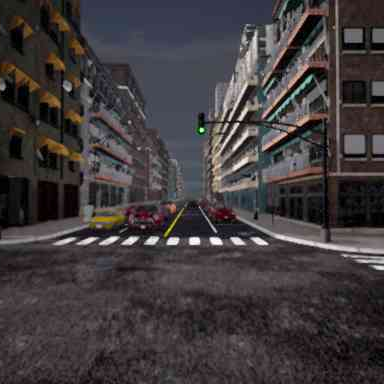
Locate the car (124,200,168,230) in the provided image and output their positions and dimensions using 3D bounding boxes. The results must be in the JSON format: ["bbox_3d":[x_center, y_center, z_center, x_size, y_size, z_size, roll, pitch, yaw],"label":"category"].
[{"bbox_3d":[-3.075,1.625,23.003,2.097,1.767,4.553,0,-1,-1],"label":"car"}]

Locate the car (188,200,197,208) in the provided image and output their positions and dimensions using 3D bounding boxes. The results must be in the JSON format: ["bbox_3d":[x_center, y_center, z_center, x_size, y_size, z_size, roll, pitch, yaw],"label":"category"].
[{"bbox_3d":[0.098,2.278,64.764,1.837,1.490,4.892,0,-1,0],"label":"car"}]

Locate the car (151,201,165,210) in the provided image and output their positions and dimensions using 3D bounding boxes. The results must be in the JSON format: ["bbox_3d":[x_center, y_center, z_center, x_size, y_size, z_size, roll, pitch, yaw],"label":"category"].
[{"bbox_3d":[-5.685,2.190,55.895,1.752,1.417,4.829,1,-1,0],"label":"car"}]

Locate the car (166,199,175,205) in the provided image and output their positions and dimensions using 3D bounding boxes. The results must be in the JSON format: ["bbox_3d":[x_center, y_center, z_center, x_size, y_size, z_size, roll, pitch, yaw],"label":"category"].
[{"bbox_3d":[-5.687,2.619,89.202,2.008,1.369,4.403,1,-1,0],"label":"car"}]

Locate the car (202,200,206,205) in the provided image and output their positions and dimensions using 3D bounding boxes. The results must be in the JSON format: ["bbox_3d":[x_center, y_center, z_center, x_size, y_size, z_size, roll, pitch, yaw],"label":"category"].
[{"bbox_3d":[2.696,2.117,45.004,1.802,1.307,4.206,1,-1,0],"label":"car"}]

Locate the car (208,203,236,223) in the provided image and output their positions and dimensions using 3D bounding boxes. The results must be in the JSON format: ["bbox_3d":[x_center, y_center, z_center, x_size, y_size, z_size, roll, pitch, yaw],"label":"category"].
[{"bbox_3d":[2.697,1.882,28.435,1.887,1.381,4.507,1,-1,0],"label":"car"}]

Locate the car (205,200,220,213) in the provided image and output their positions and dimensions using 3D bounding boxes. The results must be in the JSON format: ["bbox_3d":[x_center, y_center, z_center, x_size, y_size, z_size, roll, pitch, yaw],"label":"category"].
[{"bbox_3d":[2.698,1.843,33.960,1.967,1.590,4.097,1,-1,0],"label":"car"}]

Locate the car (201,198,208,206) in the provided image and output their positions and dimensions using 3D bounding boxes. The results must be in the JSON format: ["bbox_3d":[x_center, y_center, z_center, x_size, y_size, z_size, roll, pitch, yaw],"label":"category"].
[{"bbox_3d":[2.997,2.268,76.747,2.097,1.767,4.553,0,-1,0],"label":"car"}]

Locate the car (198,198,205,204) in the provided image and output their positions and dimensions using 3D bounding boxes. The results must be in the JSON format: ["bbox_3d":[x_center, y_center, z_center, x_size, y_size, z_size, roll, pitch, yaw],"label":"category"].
[{"bbox_3d":[2.695,2.576,94.714,1.967,1.590,4.097,1,-1,0],"label":"car"}]

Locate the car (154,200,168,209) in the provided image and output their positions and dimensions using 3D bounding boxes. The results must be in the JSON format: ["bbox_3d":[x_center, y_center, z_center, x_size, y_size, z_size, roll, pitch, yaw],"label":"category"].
[{"bbox_3d":[-5.686,2.284,61.588,2.008,1.369,4.403,1,-1,0],"label":"car"}]

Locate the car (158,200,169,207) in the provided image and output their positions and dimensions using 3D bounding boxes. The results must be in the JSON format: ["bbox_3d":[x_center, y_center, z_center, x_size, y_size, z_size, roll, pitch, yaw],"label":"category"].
[{"bbox_3d":[-5.686,2.345,67.111,1.887,1.381,4.507,1,-1,0],"label":"car"}]

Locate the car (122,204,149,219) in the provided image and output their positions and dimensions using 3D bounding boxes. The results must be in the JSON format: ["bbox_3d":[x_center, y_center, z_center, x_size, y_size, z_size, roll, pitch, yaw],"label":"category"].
[{"bbox_3d":[-5.684,1.948,33.972,1.887,1.381,4.507,1,-1,0],"label":"car"}]

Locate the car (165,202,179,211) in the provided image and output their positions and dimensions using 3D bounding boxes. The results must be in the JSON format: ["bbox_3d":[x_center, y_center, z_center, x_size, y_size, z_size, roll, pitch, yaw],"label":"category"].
[{"bbox_3d":[-3.063,2.221,52.138,1.895,1.301,4.718,0,-1,0],"label":"car"}]

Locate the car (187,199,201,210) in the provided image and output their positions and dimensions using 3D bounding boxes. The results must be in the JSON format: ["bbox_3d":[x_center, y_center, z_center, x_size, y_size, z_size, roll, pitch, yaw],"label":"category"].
[{"bbox_3d":[0.096,2.126,54.497,1.882,1.535,5.008,0,-1,0],"label":"car"}]

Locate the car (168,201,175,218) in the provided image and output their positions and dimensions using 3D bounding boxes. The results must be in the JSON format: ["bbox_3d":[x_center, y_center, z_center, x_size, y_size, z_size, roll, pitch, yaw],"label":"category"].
[{"bbox_3d":[-3.102,1.933,32.492,2.033,1.411,5.357,0,-1,0],"label":"car"}]

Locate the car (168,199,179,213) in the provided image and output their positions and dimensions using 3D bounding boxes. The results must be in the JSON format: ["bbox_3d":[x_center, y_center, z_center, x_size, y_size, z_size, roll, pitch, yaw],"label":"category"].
[{"bbox_3d":[-3.092,1.854,42.283,2.097,1.767,4.553,0,-1,0],"label":"car"}]

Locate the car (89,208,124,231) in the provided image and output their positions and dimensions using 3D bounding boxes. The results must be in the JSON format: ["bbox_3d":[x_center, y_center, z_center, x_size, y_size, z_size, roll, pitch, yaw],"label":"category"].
[{"bbox_3d":[-5.683,1.796,22.756,1.752,1.417,4.829,1,-1,0],"label":"car"}]
